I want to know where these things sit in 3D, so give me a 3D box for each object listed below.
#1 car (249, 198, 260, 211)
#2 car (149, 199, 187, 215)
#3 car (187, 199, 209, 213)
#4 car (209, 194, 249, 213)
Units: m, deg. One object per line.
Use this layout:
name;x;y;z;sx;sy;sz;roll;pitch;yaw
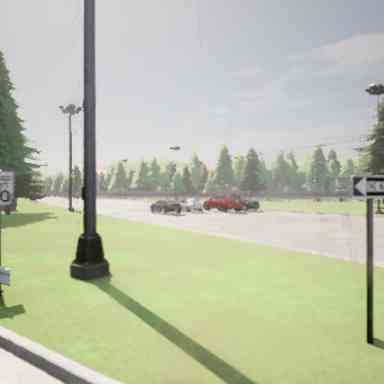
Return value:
car;6.054;1.495;40.023;1.837;1.490;4.892;0;0;-32
car;-2.828;1.513;34.424;1.837;1.490;4.892;0;0;-32
car;-0.486;1.529;37.250;1.812;1.442;4.674;0;0;-32
car;3.432;1.217;37.616;2.150;2.045;5.566;0;0;-32
